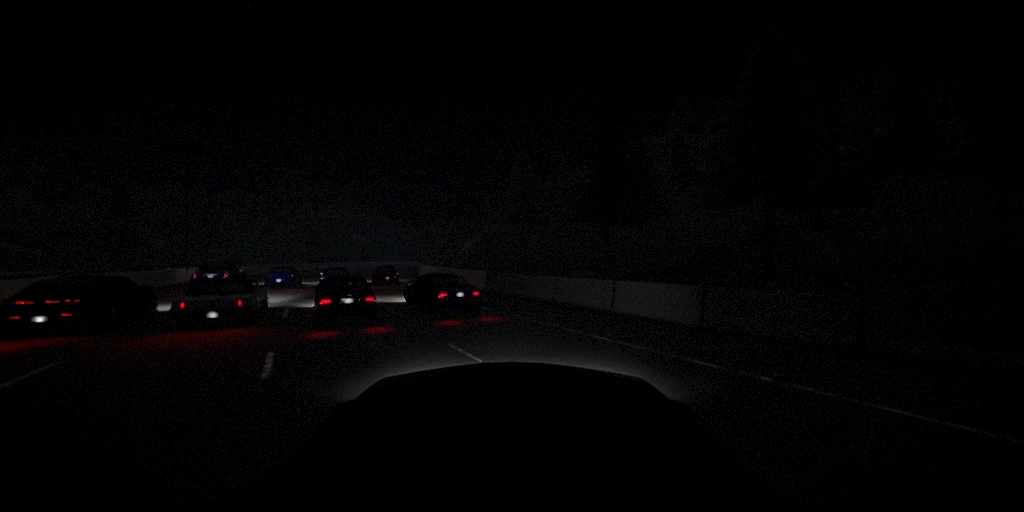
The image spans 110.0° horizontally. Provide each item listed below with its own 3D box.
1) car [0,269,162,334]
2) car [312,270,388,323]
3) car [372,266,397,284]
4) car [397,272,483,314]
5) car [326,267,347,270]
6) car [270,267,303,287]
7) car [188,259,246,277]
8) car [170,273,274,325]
[{"bbox_3d":[-13.082,1.348,11.208,1.837,1.490,4.892,0,0,-28],"label":"car"},{"bbox_3d":[-6.013,1.393,12.804,2.033,1.411,5.357,0,0,-28],"label":"car"},{"bbox_3d":[-10.398,1.508,29.434,1.812,1.442,4.674,0,0,-24],"label":"car"},{"bbox_3d":[-2.980,1.403,14.555,2.033,1.411,5.357,0,0,-29],"label":"car"},{"bbox_3d":[-12.426,1.501,25.330,2.033,1.411,5.357,0,0,-24],"label":"car"},{"bbox_3d":[-16.693,1.492,26.364,1.812,1.442,4.674,0,0,-24],"label":"car"},{"bbox_3d":[-19.548,1.304,24.169,2.097,1.767,4.553,0,-1,-24],"label":"car"},{"bbox_3d":[-9.758,1.448,12.402,1.895,1.301,4.718,0,0,-28],"label":"car"}]
